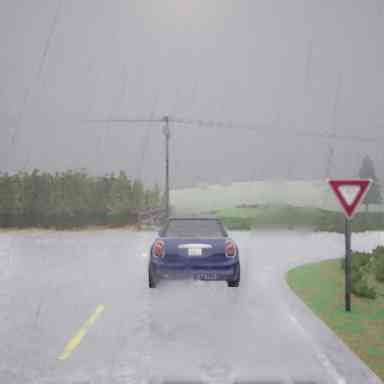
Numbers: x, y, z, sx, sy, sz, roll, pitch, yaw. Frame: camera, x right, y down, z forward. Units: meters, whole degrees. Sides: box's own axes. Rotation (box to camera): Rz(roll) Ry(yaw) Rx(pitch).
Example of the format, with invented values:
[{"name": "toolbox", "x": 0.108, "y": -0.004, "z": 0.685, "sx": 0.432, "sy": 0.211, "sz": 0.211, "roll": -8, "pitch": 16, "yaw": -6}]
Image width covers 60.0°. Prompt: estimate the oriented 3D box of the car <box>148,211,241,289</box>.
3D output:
[{"name": "car", "x": -0.027, "y": 1.386, "z": 9.334, "sx": 2.097, "sy": 1.767, "sz": 4.553, "roll": 0, "pitch": -2, "yaw": -2}]
